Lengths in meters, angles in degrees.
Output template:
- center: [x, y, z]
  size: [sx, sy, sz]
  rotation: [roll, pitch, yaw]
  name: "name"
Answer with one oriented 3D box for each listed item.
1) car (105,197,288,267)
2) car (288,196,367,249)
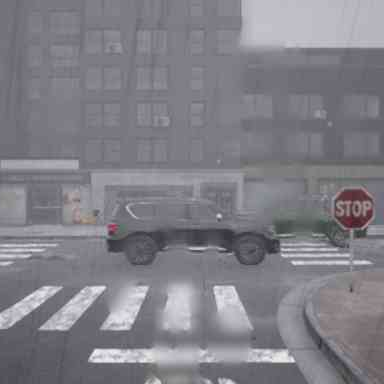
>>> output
- center: [-0.011, 1.215, 10.992]
  size: [5.566, 2.045, 2.150]
  rotation: [0, 0, 0]
  name: "car"
- center: [4.312, 1.198, 13.948]
  size: [5.566, 2.045, 2.150]
  rotation: [0, 0, 0]
  name: "car"
